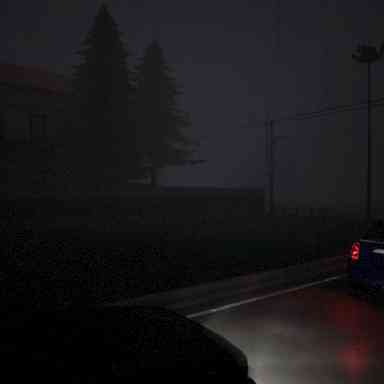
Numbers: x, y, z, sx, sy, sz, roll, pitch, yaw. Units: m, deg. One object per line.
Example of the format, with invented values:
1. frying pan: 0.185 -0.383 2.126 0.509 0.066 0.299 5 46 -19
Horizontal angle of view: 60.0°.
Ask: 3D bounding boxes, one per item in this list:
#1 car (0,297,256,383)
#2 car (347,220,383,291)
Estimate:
1. car: -2.001 1.547 2.299 5.357 1.411 2.033 0 0 -36
2. car: 5.698 1.352 7.818 4.553 1.767 2.097 0 0 -35
